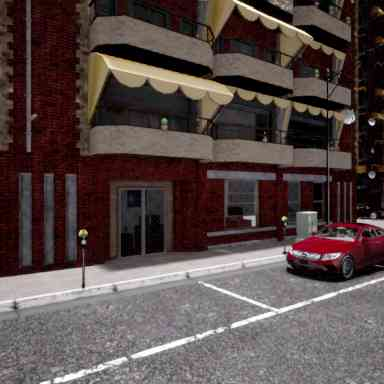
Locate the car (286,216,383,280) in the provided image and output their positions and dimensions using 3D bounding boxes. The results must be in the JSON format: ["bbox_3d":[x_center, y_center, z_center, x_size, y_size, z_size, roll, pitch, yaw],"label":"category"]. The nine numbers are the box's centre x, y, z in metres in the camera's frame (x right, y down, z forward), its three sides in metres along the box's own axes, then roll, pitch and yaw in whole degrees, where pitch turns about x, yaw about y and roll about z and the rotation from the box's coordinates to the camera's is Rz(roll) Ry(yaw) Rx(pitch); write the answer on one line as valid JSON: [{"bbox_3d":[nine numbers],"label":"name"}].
[{"bbox_3d":[4.631,1.582,9.914,4.206,1.307,1.802,0,0,-35],"label":"car"}]

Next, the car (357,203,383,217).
[{"bbox_3d":[16.329,1.796,31.915,1.837,1.490,4.892,0,-1,-36],"label":"car"}]
